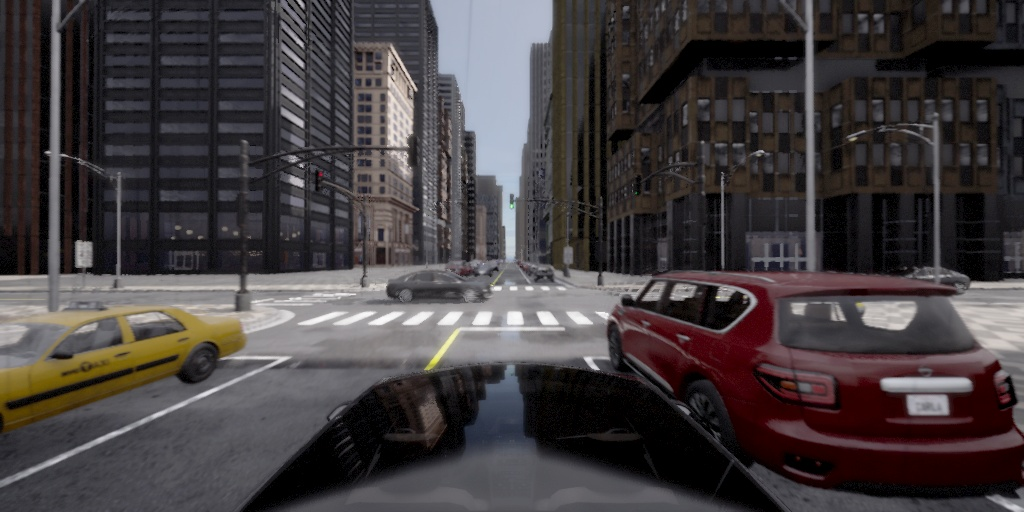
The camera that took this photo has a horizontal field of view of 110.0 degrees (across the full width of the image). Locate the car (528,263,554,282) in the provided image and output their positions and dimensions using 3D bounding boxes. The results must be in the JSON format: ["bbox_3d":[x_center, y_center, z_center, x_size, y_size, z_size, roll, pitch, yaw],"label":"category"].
[{"bbox_3d":[2.755,1.563,31.731,2.007,1.370,4.403,0,0,0],"label":"car"}]

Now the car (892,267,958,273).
[{"bbox_3d":[22.335,1.358,19.964,4.892,1.490,1.837,0,0,0],"label":"car"}]

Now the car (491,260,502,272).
[{"bbox_3d":[-3.049,1.747,57.244,1.837,1.490,4.892,0,-1,1],"label":"car"}]

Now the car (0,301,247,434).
[{"bbox_3d":[-5.764,1.301,4.576,1.751,1.417,4.829,0,0,0],"label":"car"}]

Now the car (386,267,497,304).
[{"bbox_3d":[-3.330,1.432,16.751,4.892,1.490,1.837,0,0,0],"label":"car"}]

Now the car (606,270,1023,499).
[{"bbox_3d":[2.762,1.091,4.759,2.192,1.841,5.009,0,0,0],"label":"car"}]

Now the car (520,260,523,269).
[{"bbox_3d":[2.748,1.705,59.932,1.967,1.591,4.097,0,0,0],"label":"car"}]

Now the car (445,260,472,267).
[{"bbox_3d":[-5.771,1.376,37.360,2.192,1.841,5.009,0,0,0],"label":"car"}]

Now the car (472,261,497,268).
[{"bbox_3d":[-3.090,1.572,39.624,2.128,1.511,4.902,0,0,0],"label":"car"}]

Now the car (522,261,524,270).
[{"bbox_3d":[2.751,1.708,48.652,1.888,1.381,4.507,0,0,0],"label":"car"}]

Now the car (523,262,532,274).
[{"bbox_3d":[2.752,1.663,43.012,2.007,1.370,4.403,0,0,0],"label":"car"}]
